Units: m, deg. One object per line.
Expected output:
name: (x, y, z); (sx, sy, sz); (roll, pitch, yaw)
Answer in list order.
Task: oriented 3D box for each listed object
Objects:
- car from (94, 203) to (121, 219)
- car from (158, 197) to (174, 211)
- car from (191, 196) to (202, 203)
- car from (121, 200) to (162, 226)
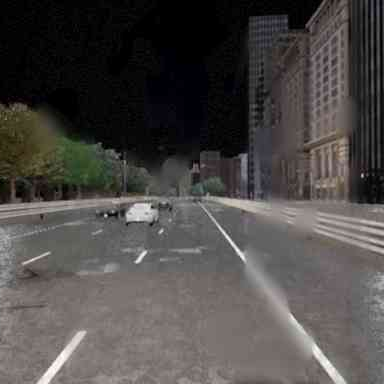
car: (-6.907, 1.599, 28.825); (1.895, 1.301, 4.718); (0, 0, 0)
car: (-3.401, 1.410, 41.925); (2.097, 1.767, 4.553); (0, 0, 0)
car: (1.225, 1.796, 77.423); (1.837, 1.490, 4.892); (0, -1, 0)
car: (-3.414, 1.514, 23.265); (1.812, 1.442, 4.674); (0, 0, 0)
